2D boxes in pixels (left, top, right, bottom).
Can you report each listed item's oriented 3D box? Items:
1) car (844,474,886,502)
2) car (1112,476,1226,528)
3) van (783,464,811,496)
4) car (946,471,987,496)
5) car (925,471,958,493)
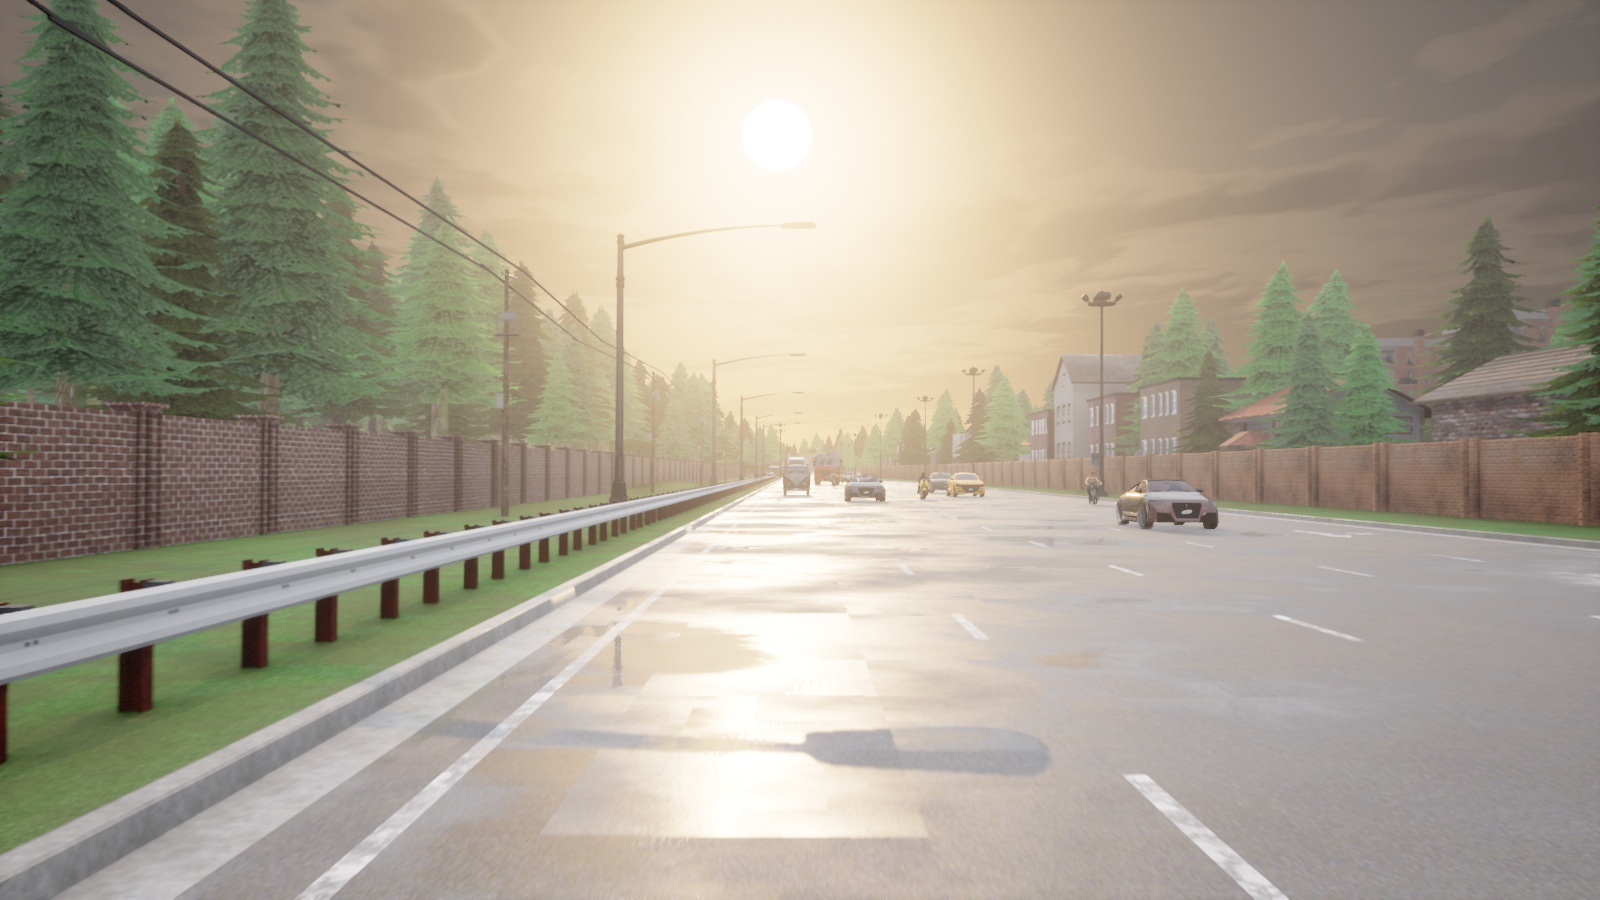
[{"bbox_3d":[3.339,1.956,65.185,1.994,1.385,4.181,0,-1,0],"label":"car"},{"bbox_3d":[10.412,1.435,35.756,1.994,1.385,4.181,0,-1,0],"label":"car"},{"bbox_3d":[-0.200,1.917,80.549,1.775,1.987,4.442,0,-1,0],"label":"van"},{"bbox_3d":[10.306,2.060,78.172,1.882,1.535,5.008,0,-1,0],"label":"car"},{"bbox_3d":[10.275,2.305,91.209,1.837,1.490,4.892,0,-1,0],"label":"car"}]
